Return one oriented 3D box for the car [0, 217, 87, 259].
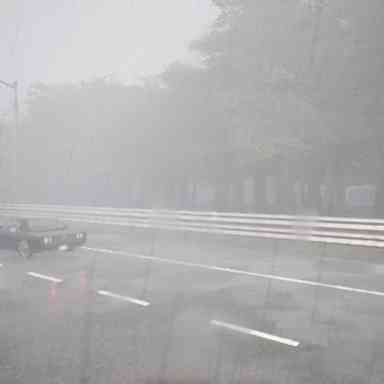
[{"bbox_3d":[-6.179,1.603,12.586,4.718,1.301,1.895,0,0,36],"label":"car"}]
